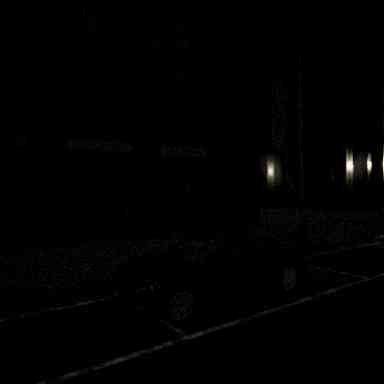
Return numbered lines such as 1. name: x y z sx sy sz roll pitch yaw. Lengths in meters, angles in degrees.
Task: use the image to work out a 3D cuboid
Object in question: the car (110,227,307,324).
1. car: 0.537 1.491 7.033 4.507 1.381 1.887 -1 0 -35
